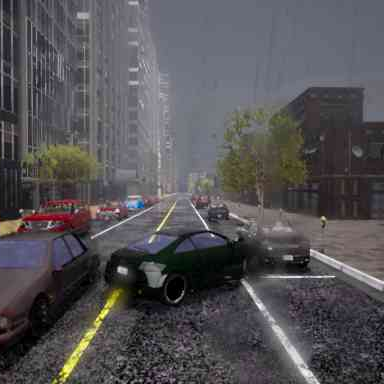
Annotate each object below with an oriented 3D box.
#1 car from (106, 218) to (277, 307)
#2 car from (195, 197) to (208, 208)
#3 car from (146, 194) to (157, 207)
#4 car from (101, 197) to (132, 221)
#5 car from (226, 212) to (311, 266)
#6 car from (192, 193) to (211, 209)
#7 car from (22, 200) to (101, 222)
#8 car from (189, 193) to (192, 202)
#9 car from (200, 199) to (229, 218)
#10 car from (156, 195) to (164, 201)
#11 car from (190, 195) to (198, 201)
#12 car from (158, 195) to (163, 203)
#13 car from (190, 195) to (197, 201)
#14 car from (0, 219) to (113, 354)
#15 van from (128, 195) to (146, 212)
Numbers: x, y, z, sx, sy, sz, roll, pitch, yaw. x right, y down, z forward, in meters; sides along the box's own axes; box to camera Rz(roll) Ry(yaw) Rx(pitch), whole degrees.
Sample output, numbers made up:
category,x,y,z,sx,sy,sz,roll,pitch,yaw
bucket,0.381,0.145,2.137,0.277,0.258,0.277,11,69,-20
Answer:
category,x,y,z,sx,sy,sz,roll,pitch,yaw
car,0.020,1.557,8.124,4.181,1.385,1.994,0,-1,-45
car,1.374,1.509,50.086,1.752,1.417,4.829,-1,0,-2
car,-7.003,1.299,49.701,2.192,1.841,5.009,-1,0,-2
car,-6.401,1.432,26.843,1.967,1.590,4.097,-1,0,-2
car,2.543,1.548,11.192,2.008,1.369,4.403,-1,0,-2
car,1.522,1.301,44.383,2.192,1.841,5.009,-1,0,-2
car,-6.197,1.310,15.775,2.192,1.841,5.009,-1,0,-2
car,0.782,1.291,72.046,2.192,1.841,5.009,-1,0,-2
car,2.001,1.543,27.051,2.008,1.369,4.403,-1,0,-2
car,-7.883,1.497,82.729,1.752,1.417,4.829,-1,0,-2
car,0.490,1.537,83.111,1.947,1.339,4.313,-1,0,-2
car,-7.444,1.522,66.300,1.887,1.381,4.507,-1,0,-2
car,0.343,1.551,88.643,1.802,1.307,4.206,-1,0,-2
car,-3.247,1.545,6.681,2.033,1.411,5.357,0,0,-2
van,-6.707,1.329,38.636,1.690,1.788,3.998,-1,0,-2
